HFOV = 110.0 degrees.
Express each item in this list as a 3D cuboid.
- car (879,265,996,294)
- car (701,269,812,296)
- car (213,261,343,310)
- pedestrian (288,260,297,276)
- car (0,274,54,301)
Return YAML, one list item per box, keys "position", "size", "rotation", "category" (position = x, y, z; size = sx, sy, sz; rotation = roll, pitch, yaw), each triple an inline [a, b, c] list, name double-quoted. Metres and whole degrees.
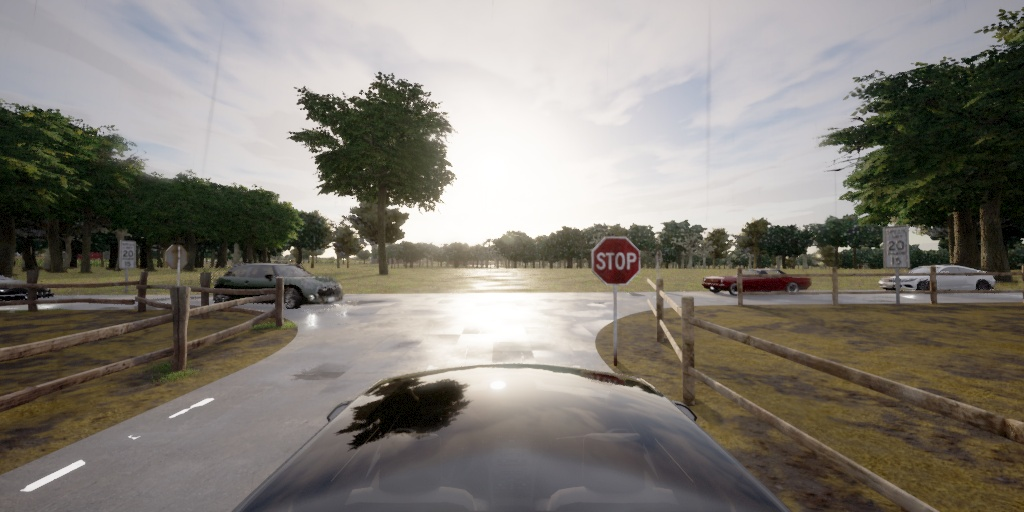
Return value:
- position: [22.096, 1.197, 18.713]
  size: [4.674, 1.442, 1.812]
  rotation: [0, -1, 2]
  category: "car"
- position: [12.467, 1.321, 18.519]
  size: [4.718, 1.301, 1.895]
  rotation: [0, -1, -3]
  category: "car"
- position: [-9.014, 1.065, 14.018]
  size: [4.553, 1.767, 2.097]
  rotation: [0, -1, 12]
  category: "car"
- position: [-12.744, 1.144, 20.771]
  size: [0.375, 1.860, 0.375]
  rotation: [0, -1, -2]
  category: "pedestrian"
- position: [-22.210, 1.283, 14.470]
  size: [5.357, 1.411, 2.033]
  rotation: [0, -1, -2]
  category: "car"
